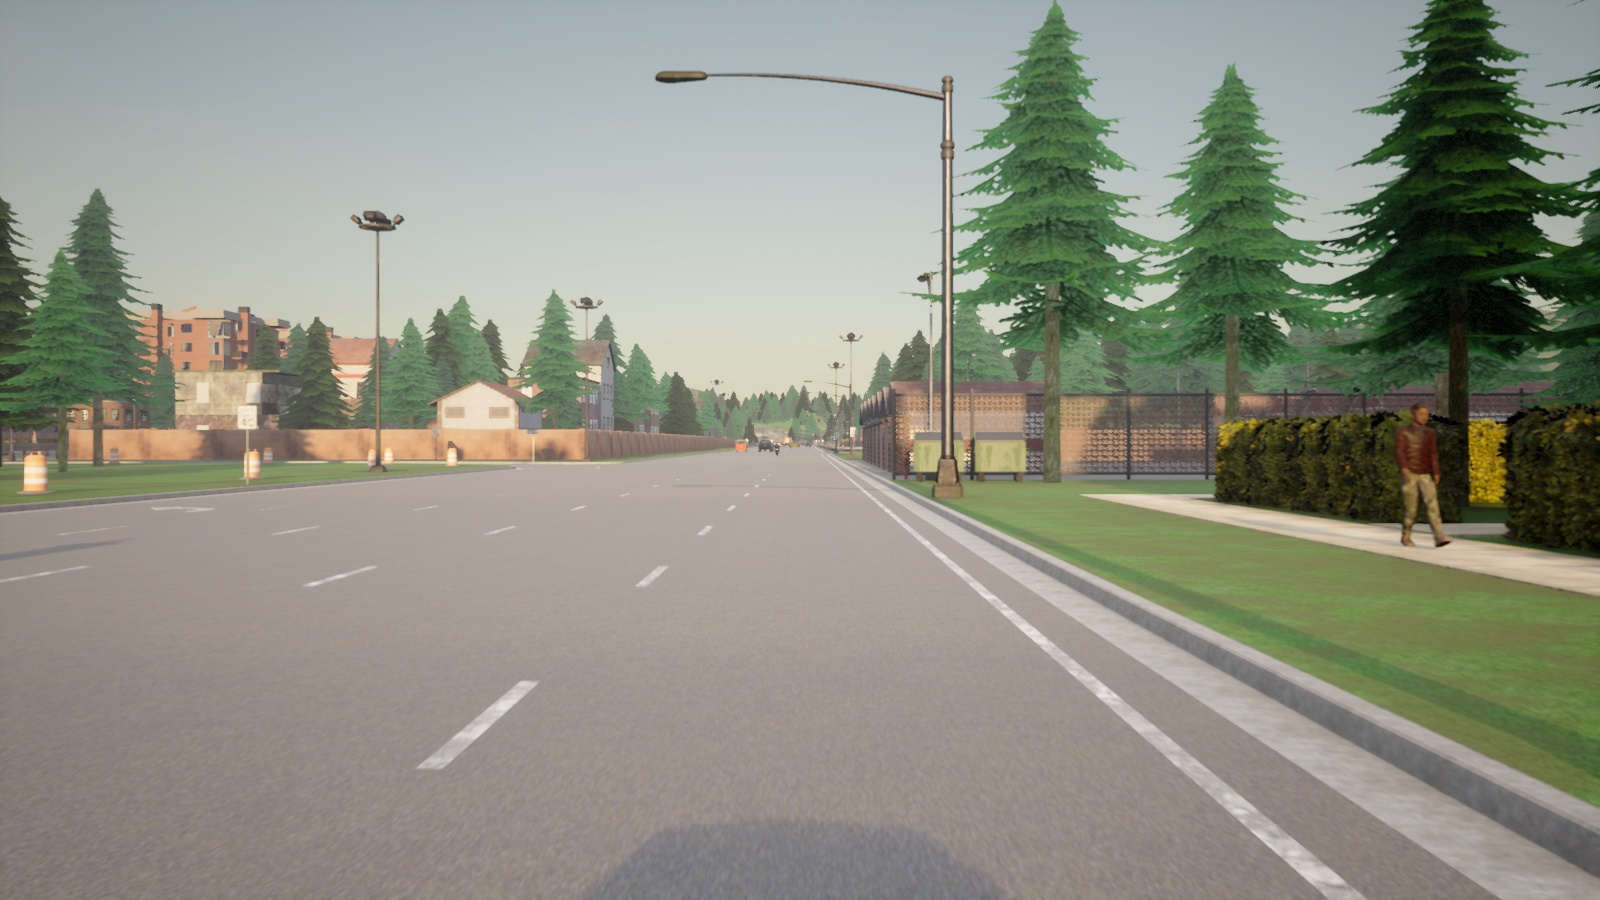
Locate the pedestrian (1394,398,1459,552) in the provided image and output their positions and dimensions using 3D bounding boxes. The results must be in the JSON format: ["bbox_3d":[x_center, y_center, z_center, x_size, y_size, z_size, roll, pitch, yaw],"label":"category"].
[{"bbox_3d":[7.622,0.295,15.289,0.431,1.840,0.703,0,0,0],"label":"pedestrian"}]
